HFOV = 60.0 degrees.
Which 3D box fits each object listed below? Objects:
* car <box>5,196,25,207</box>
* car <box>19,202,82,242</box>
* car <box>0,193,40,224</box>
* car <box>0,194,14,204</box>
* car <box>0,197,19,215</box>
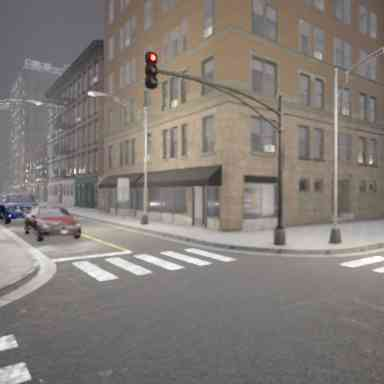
[{"bbox_3d":[-24.492,1.251,45.932,1.812,1.442,4.674,0,0,-36],"label":"car"},{"bbox_3d":[-6.886,1.447,16.254,1.812,1.442,4.674,0,0,-36],"label":"car"},{"bbox_3d":[-12.511,1.083,24.115,2.150,2.045,5.566,0,0,-35],"label":"car"},{"bbox_3d":[-30.425,1.171,54.228,1.837,1.490,4.892,0,0,-36],"label":"car"},{"bbox_3d":[-18.327,1.292,32.252,2.128,1.511,4.902,0,0,-36],"label":"car"}]
